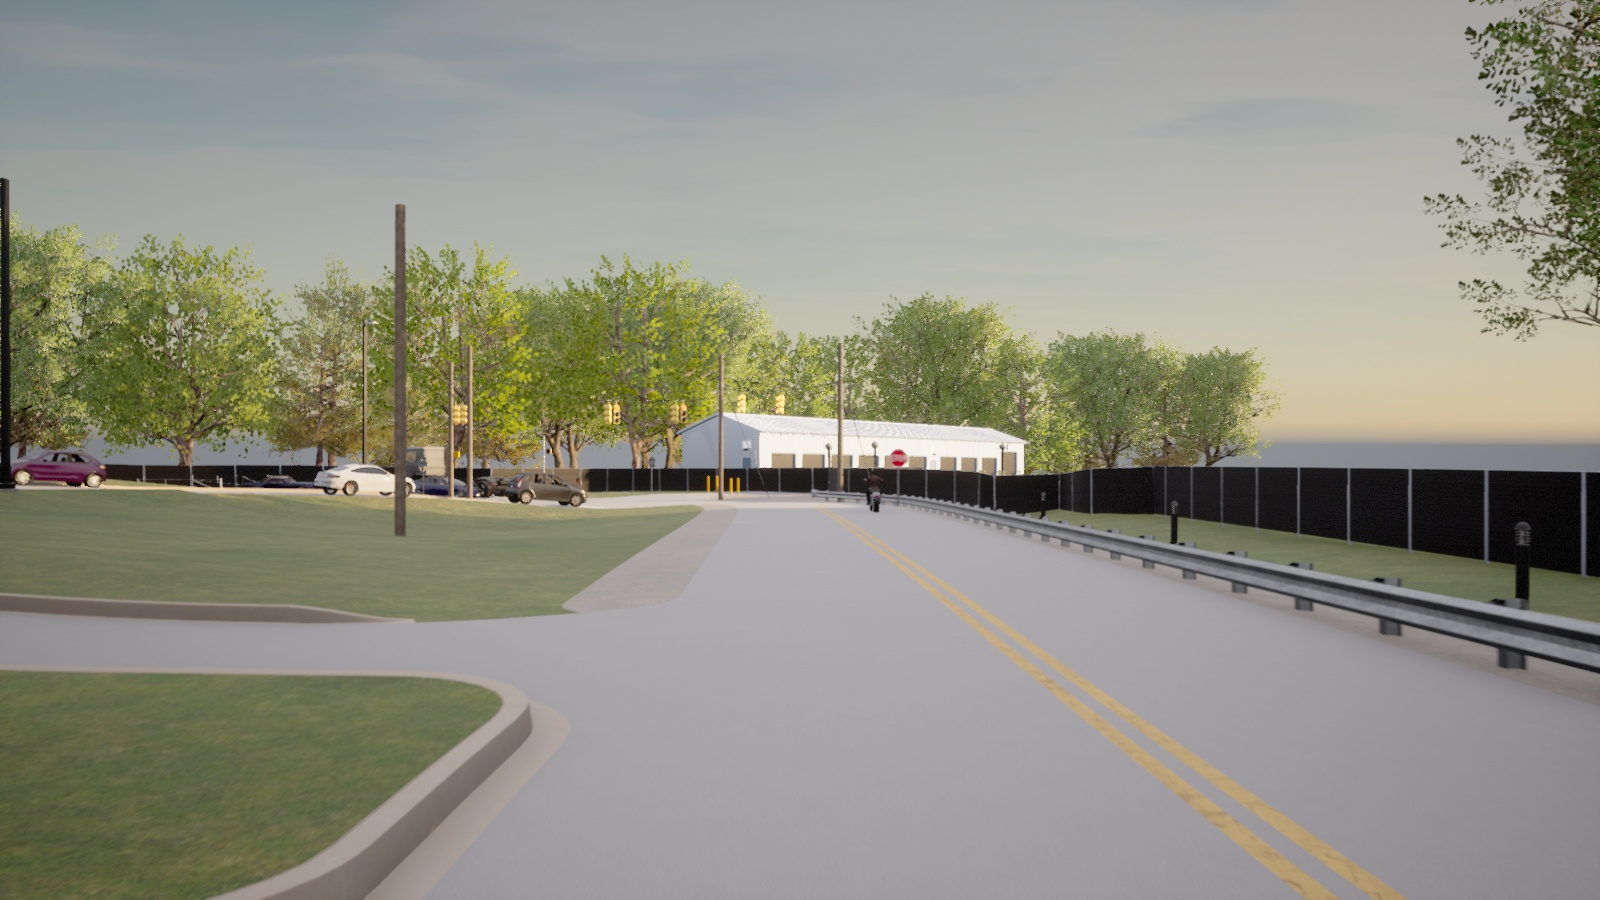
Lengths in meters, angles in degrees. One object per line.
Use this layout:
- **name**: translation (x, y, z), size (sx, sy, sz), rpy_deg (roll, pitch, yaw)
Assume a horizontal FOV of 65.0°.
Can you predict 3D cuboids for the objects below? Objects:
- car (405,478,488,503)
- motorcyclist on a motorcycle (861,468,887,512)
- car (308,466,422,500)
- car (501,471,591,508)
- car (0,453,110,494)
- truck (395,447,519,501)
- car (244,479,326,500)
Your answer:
- **car**: translation (-23.143, 2.620, 82.174), size (4.792, 1.488, 2.163), rpy_deg (0, 1, 15)
- **motorcyclist on a motorcycle**: translation (2.833, 1.540, 48.316), size (0.766, 1.649, 2.350), rpy_deg (0, -1, -2)
- **car**: translation (-19.960, 1.522, 57.755), size (1.812, 1.442, 4.674), rpy_deg (0, -2, 39)
- **car**: translation (-12.879, 2.021, 63.755), size (3.988, 1.617, 1.851), rpy_deg (5, -2, -34)
- **car**: translation (-30.689, 0.963, 51.082), size (1.816, 1.474, 4.193), rpy_deg (0, -3, 34)
- **truck**: translation (-23.485, 1.593, 85.955), size (7.936, 3.462, 2.891), rpy_deg (1, 1, 19)
- **car**: translation (-34.383, 2.626, 83.898), size (4.718, 1.301, 1.895), rpy_deg (0, 1, 2)
